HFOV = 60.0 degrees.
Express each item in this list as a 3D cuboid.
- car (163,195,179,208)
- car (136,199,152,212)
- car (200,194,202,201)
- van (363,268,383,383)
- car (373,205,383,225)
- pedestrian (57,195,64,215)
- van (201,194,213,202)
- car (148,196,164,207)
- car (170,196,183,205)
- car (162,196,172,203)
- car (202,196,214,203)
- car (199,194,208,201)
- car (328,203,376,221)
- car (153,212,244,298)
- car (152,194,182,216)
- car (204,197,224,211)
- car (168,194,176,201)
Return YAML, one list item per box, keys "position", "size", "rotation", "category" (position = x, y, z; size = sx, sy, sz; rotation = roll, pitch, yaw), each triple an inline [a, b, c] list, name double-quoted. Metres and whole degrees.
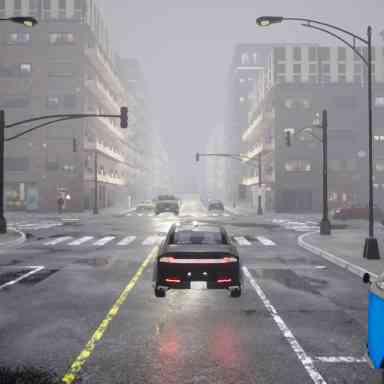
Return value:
- position: [-2.953, 1.370, 48.161]
  size: [2.097, 1.767, 4.553]
  rotation: [0, 0, 0]
  category: "car"
- position: [-5.557, 1.540, 39.834]
  size: [1.752, 1.417, 4.829]
  rotation: [1, 0, 0]
  category: "car"
- position: [2.908, 1.554, 68.362]
  size: [1.752, 1.417, 4.829]
  rotation: [1, 0, 0]
  category: "car"
- position: [2.680, 1.342, 2.033]
  size: [1.690, 1.788, 3.998]
  rotation: [1, 0, 0]
  category: "van"
- position: [13.597, 1.583, 19.750]
  size: [4.313, 1.339, 1.947]
  rotation: [0, -1, 1]
  category: "car"
- position: [-12.445, 1.218, 31.466]
  size: [0.375, 1.860, 0.375]
  rotation: [0, -1, 1]
  category: "pedestrian"
- position: [2.877, 1.364, 56.906]
  size: [1.690, 1.788, 3.998]
  rotation: [1, 0, 0]
  category: "van"
- position: [-5.522, 1.460, 51.289]
  size: [1.967, 1.590, 4.097]
  rotation: [1, 0, 0]
  category: "car"
- position: [-2.866, 1.573, 62.582]
  size: [2.033, 1.411, 5.357]
  rotation: [0, 0, 1]
  category: "car"
- position: [-5.456, 1.577, 73.860]
  size: [1.887, 1.381, 4.507]
  rotation: [1, 0, 0]
  category: "car"
- position: [2.839, 1.568, 45.622]
  size: [2.008, 1.369, 4.403]
  rotation: [1, 0, 0]
  category: "car"
- position: [2.961, 1.354, 85.119]
  size: [2.192, 1.841, 5.009]
  rotation: [1, 0, 0]
  category: "car"
- position: [13.726, 1.609, 28.131]
  size: [4.097, 1.590, 1.967]
  rotation: [0, -1, 1]
  category: "car"
- position: [0.126, 1.494, 8.523]
  size: [2.128, 1.511, 4.902]
  rotation: [0, 0, 0]
  category: "car"
- position: [-2.580, 1.235, 32.957]
  size: [2.150, 2.045, 5.566]
  rotation: [0, 0, -7]
  category: "car"
- position: [2.822, 1.581, 39.979]
  size: [1.947, 1.339, 4.313]
  rotation: [1, 0, 0]
  category: "car"
- position: [-5.404, 1.483, 90.788]
  size: [1.967, 1.590, 4.097]
  rotation: [1, 0, 0]
  category: "car"
